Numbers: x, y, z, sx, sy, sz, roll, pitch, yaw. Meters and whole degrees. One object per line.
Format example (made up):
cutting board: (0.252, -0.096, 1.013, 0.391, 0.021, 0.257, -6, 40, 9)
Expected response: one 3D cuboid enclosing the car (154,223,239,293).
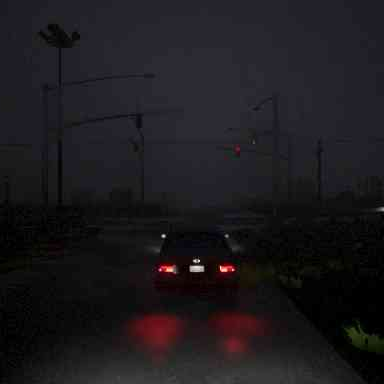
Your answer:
car: (0.090, 1.547, 8.996, 2.033, 1.411, 5.357, 0, 0, 0)
